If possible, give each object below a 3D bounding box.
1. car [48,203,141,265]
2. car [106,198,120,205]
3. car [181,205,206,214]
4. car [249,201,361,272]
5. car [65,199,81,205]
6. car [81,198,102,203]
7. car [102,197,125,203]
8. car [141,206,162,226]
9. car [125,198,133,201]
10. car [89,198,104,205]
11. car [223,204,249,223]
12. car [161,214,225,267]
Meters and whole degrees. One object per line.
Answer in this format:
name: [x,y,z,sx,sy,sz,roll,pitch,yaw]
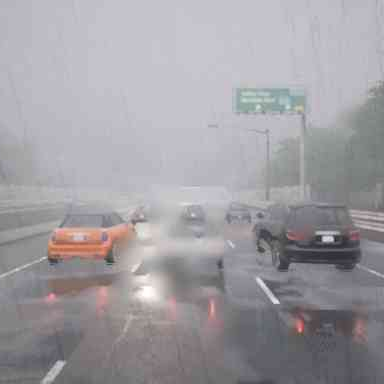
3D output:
car: [-3.435,1.449,12.275,2.097,1.767,4.553,0,0,1]
car: [-16.960,2.048,71.441,1.895,1.301,4.718,0,0,1]
car: [0.136,1.760,27.557,1.994,1.385,4.181,0,0,1]
car: [3.552,1.314,11.290,2.150,2.045,5.566,0,0,1]
car: [-20.649,1.934,58.808,2.033,1.411,5.357,0,0,1]
car: [-17.179,1.887,58.164,1.837,1.490,4.892,0,0,1]
car: [-13.681,1.736,58.218,2.097,1.767,4.553,0,0,1]
car: [-3.400,1.729,25.225,2.033,1.411,5.357,0,0,1]
car: [-13.460,2.006,71.417,1.994,1.385,4.181,0,0,1]
car: [-20.459,2.005,71.525,1.994,1.385,4.181,0,0,1]
car: [3.631,1.686,27.304,2.128,1.511,4.902,0,0,1]
car: [0.059,1.695,11.768,1.895,1.301,4.718,0,0,1]
